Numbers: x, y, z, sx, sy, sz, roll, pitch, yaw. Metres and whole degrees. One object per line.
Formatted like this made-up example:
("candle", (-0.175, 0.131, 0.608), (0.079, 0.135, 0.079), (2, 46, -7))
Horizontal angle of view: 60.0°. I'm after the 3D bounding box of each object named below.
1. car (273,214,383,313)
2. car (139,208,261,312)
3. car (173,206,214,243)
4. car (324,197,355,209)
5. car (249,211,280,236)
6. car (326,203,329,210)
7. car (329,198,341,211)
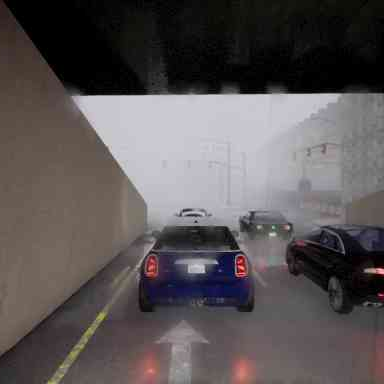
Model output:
("car", (3.581, 1.492, 7.623), (2.128, 1.511, 4.902), (0, 0, 0))
("car", (0.081, 1.352, 7.888), (2.097, 1.767, 4.553), (0, 0, 0))
("car", (0.063, 1.526, 16.940), (1.812, 1.442, 4.674), (0, 0, 0))
("car", (17.540, 1.295, 39.376), (1.853, 1.218, 4.536), (0, 0, 45))
("car", (3.585, 1.601, 16.949), (1.895, 1.301, 4.718), (0, 0, 0))
("car", (17.504, 1.453, 39.339), (2.038, 1.542, 4.974), (0, 0, 45))
("car", (17.403, 1.453, 34.732), (2.038, 1.542, 4.974), (0, 0, -35))
